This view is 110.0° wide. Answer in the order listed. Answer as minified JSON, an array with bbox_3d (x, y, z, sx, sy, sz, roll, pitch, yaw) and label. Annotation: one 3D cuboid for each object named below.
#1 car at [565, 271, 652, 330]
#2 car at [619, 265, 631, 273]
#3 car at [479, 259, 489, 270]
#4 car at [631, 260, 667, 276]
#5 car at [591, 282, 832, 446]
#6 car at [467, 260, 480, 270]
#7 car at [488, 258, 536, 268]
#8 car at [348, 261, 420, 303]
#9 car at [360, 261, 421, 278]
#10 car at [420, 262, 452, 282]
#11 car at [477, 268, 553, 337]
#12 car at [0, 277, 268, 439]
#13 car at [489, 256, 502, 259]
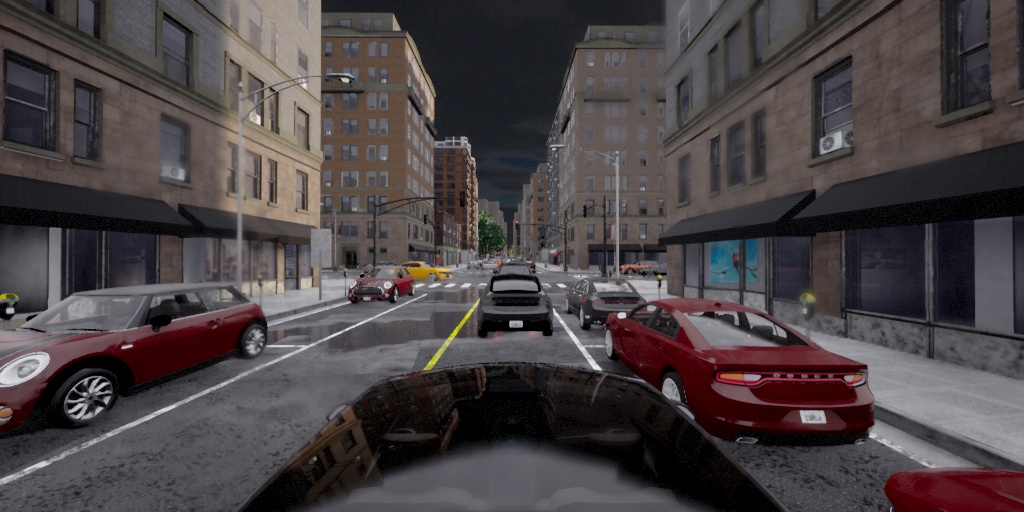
[{"bbox_3d":[2.687,1.303,10.908,2.007,1.370,4.403,0,0,0],"label":"car"},{"bbox_3d":[14.039,1.221,39.280,4.553,1.767,2.097,0,0,0],"label":"car"},{"bbox_3d":[-3.104,1.389,50.787,1.895,1.301,4.718,0,0,0],"label":"car"},{"bbox_3d":[15.203,1.395,36.019,5.357,1.411,2.033,0,0,0],"label":"car"},{"bbox_3d":[2.676,1.296,5.417,1.888,1.381,4.507,0,0,0],"label":"car"},{"bbox_3d":[-5.888,1.345,54.774,2.007,1.370,4.403,0,0,0],"label":"car"},{"bbox_3d":[0.127,1.108,17.748,2.097,1.767,4.553,0,0,0],"label":"car"},{"bbox_3d":[-5.829,1.195,16.413,1.967,1.591,4.097,0,0,0],"label":"car"},{"bbox_3d":[-11.029,1.199,32.855,4.902,1.511,2.128,0,0,-6],"label":"car"},{"bbox_3d":[-7.029,1.169,27.760,5.008,1.535,1.882,0,-1,19],"label":"car"},{"bbox_3d":[0.060,1.258,10.334,1.837,1.490,4.892,0,0,-1],"label":"car"},{"bbox_3d":[-5.850,1.190,5.426,1.967,1.591,4.097,0,0,0],"label":"car"},{"bbox_3d":[-3.148,1.159,60.759,2.097,1.767,4.553,0,0,0],"label":"car"}]
